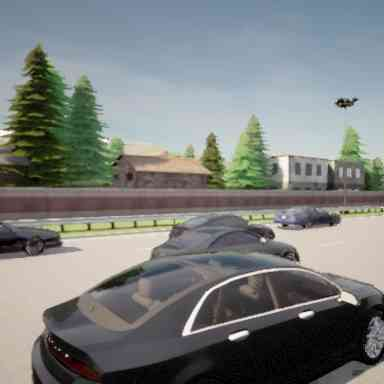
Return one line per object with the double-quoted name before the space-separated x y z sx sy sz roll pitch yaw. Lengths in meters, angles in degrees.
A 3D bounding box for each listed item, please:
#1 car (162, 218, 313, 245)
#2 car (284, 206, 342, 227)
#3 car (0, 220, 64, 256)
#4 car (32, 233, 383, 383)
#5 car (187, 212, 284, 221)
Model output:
"car" 0.969 1.590 8.736 4.181 1.385 1.994 0 0 -36
"car" 7.775 1.632 22.189 5.357 1.411 2.033 0 0 -35
"car" -7.351 1.551 11.392 5.357 1.411 2.033 0 0 -35
"car" 0.685 1.518 4.233 4.892 1.490 1.837 0 0 -36
"car" 1.286 1.565 13.261 4.674 1.442 1.812 0 0 -36
